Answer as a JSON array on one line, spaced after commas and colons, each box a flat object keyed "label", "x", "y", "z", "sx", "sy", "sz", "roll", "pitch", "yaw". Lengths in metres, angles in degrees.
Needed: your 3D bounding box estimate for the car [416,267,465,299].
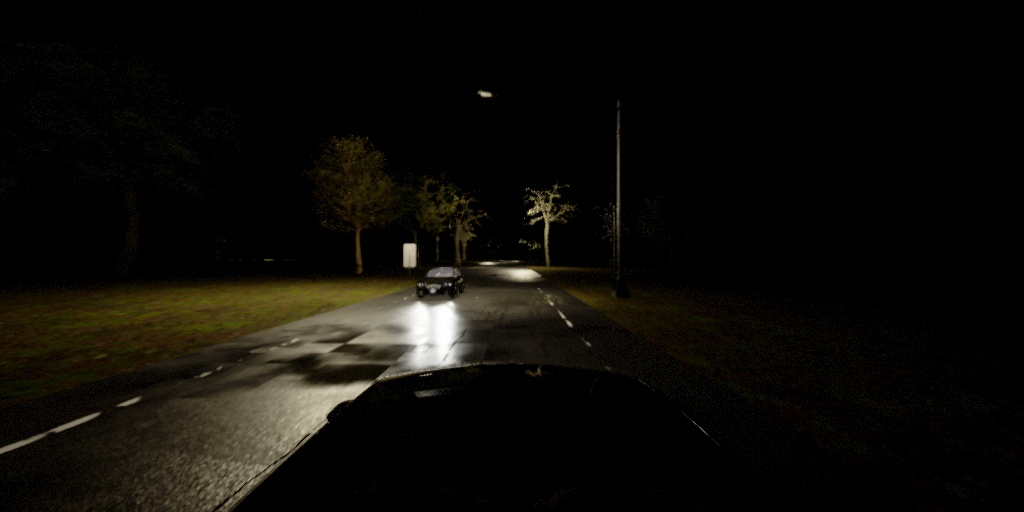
[{"label": "car", "x": -3.603, "y": 1.352, "z": 18.828, "sx": 2.128, "sy": 1.511, "sz": 4.902, "roll": 0, "pitch": 0, "yaw": 0}]
